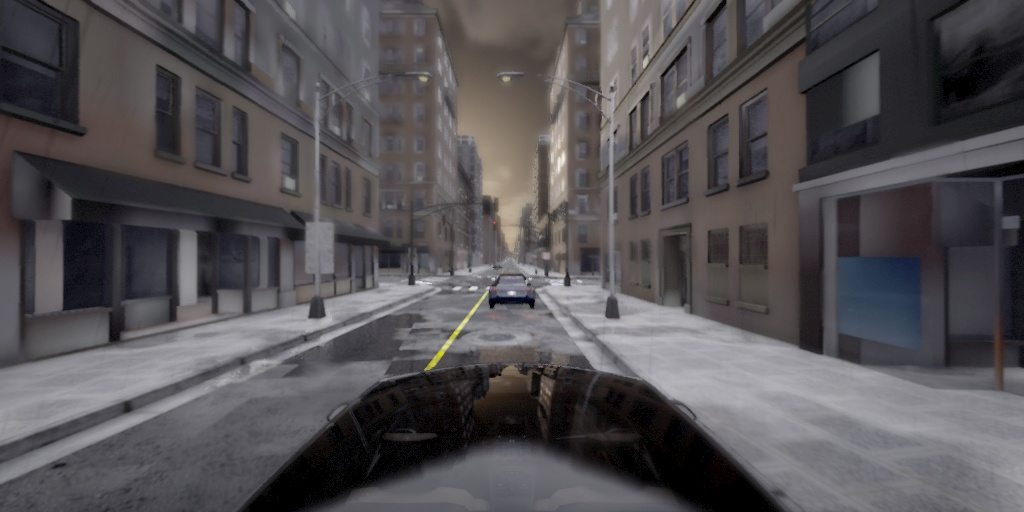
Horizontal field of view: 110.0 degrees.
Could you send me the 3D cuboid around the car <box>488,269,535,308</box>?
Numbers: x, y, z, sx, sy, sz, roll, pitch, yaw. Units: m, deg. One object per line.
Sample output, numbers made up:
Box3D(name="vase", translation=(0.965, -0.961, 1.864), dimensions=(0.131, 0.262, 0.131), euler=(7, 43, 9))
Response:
Box3D(name="car", translation=(0.000, 1.458, 16.170), dimensions=(1.994, 1.385, 4.181), euler=(0, -1, 0))
